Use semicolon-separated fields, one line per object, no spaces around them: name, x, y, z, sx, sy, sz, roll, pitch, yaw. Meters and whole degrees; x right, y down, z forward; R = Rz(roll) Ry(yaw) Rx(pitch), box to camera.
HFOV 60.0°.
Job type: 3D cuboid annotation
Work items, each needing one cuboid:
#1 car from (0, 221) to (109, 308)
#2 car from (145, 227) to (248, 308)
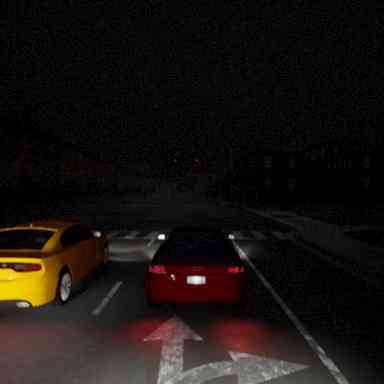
car;-3.385;1.419;7.902;1.882;1.535;5.008;0;0;0
car;0.107;1.506;7.871;1.994;1.385;4.181;0;0;1
